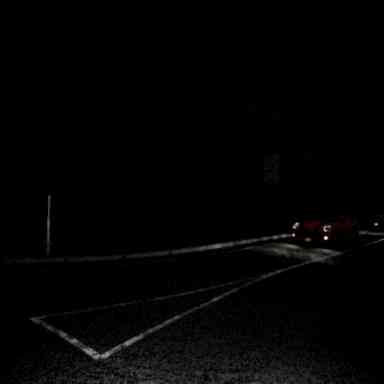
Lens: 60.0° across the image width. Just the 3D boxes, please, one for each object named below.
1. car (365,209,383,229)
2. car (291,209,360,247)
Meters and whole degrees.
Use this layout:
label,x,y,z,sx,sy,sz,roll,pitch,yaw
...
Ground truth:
label,x,y,z,sx,sy,sz,roll,pitch,yaw
car,14.848,2.075,25.532,2.128,1.511,4.902,1,0,44
car,7.076,1.737,17.475,2.097,1.767,4.553,1,-1,44
